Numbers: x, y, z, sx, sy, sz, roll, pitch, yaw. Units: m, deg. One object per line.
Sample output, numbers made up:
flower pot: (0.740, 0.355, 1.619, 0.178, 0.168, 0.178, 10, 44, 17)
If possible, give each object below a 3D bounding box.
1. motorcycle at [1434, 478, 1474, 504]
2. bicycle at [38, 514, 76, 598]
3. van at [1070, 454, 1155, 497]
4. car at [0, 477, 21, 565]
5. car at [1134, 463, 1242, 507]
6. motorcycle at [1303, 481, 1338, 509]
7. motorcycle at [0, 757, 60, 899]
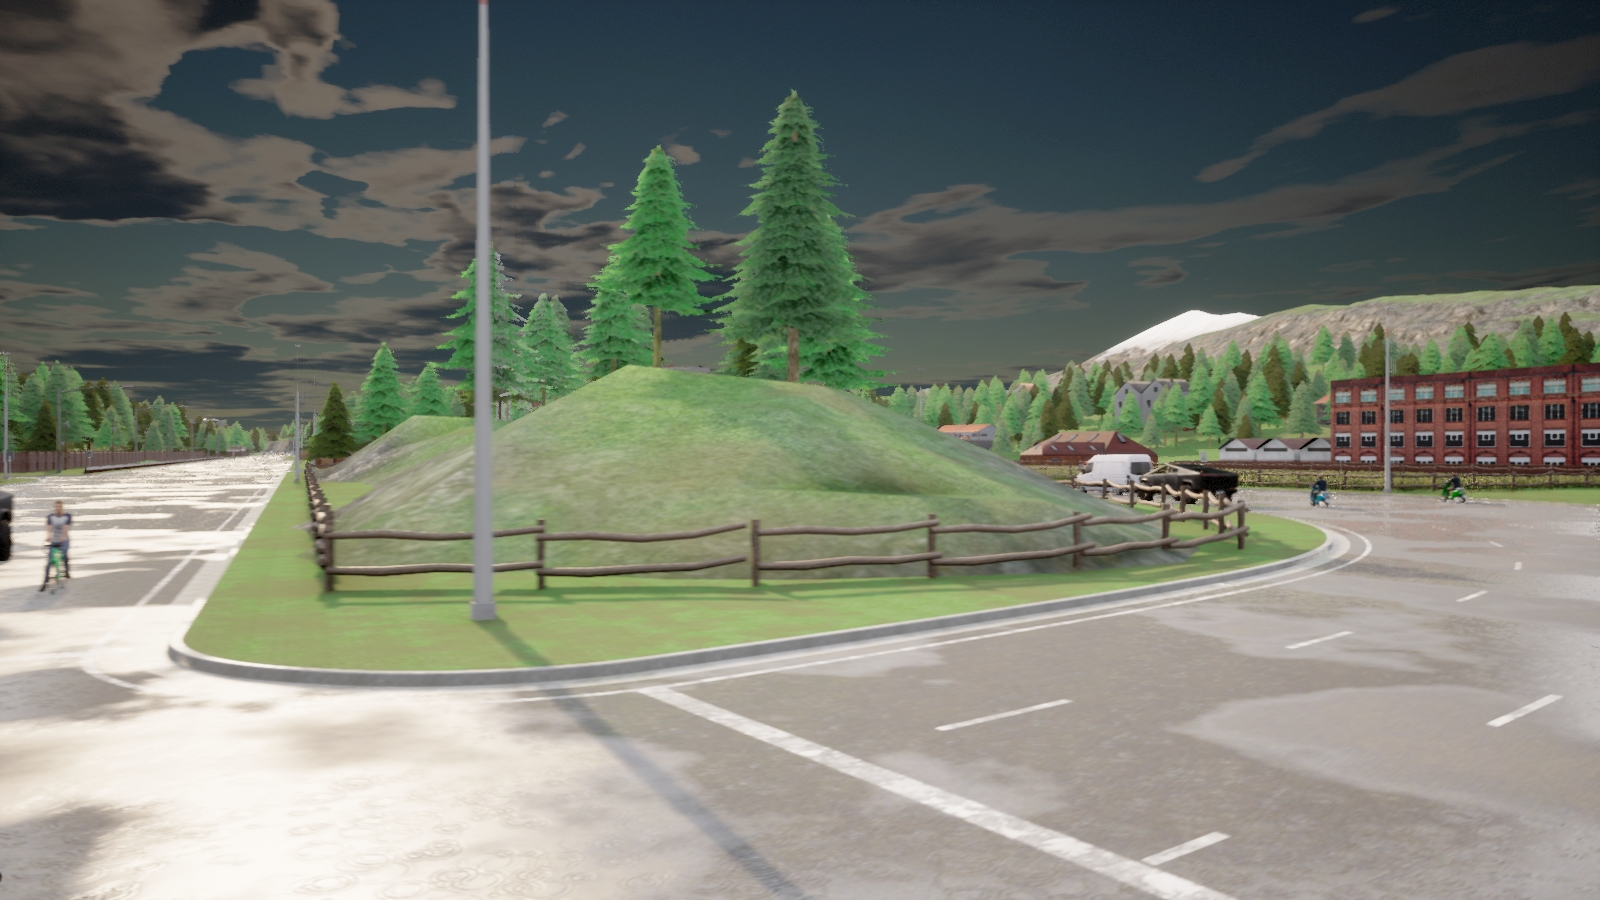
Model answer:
motorcycle: (34.724, 2.171, 60.684, 0.856, 1.316, 1.805, -1, 0, -11)
bicycle: (-14.686, 2.062, 22.612, 0.373, 1.496, 1.643, 0, 0, -24)
van: (19.769, 1.565, 72.549, 1.988, 2.561, 5.915, 0, 0, -22)
car: (-20.230, 1.761, 26.564, 2.390, 2.098, 6.274, 0, 0, -24)
car: (20.165, 1.780, 59.818, 2.390, 2.098, 6.274, 0, 0, -13)
motorcycle: (25.256, 2.167, 55.483, 0.856, 1.316, 1.805, 0, 0, -2)
motorcycle: (-4.504, 2.206, 4.892, 2.209, 1.251, 0.867, 0, 0, -35)
